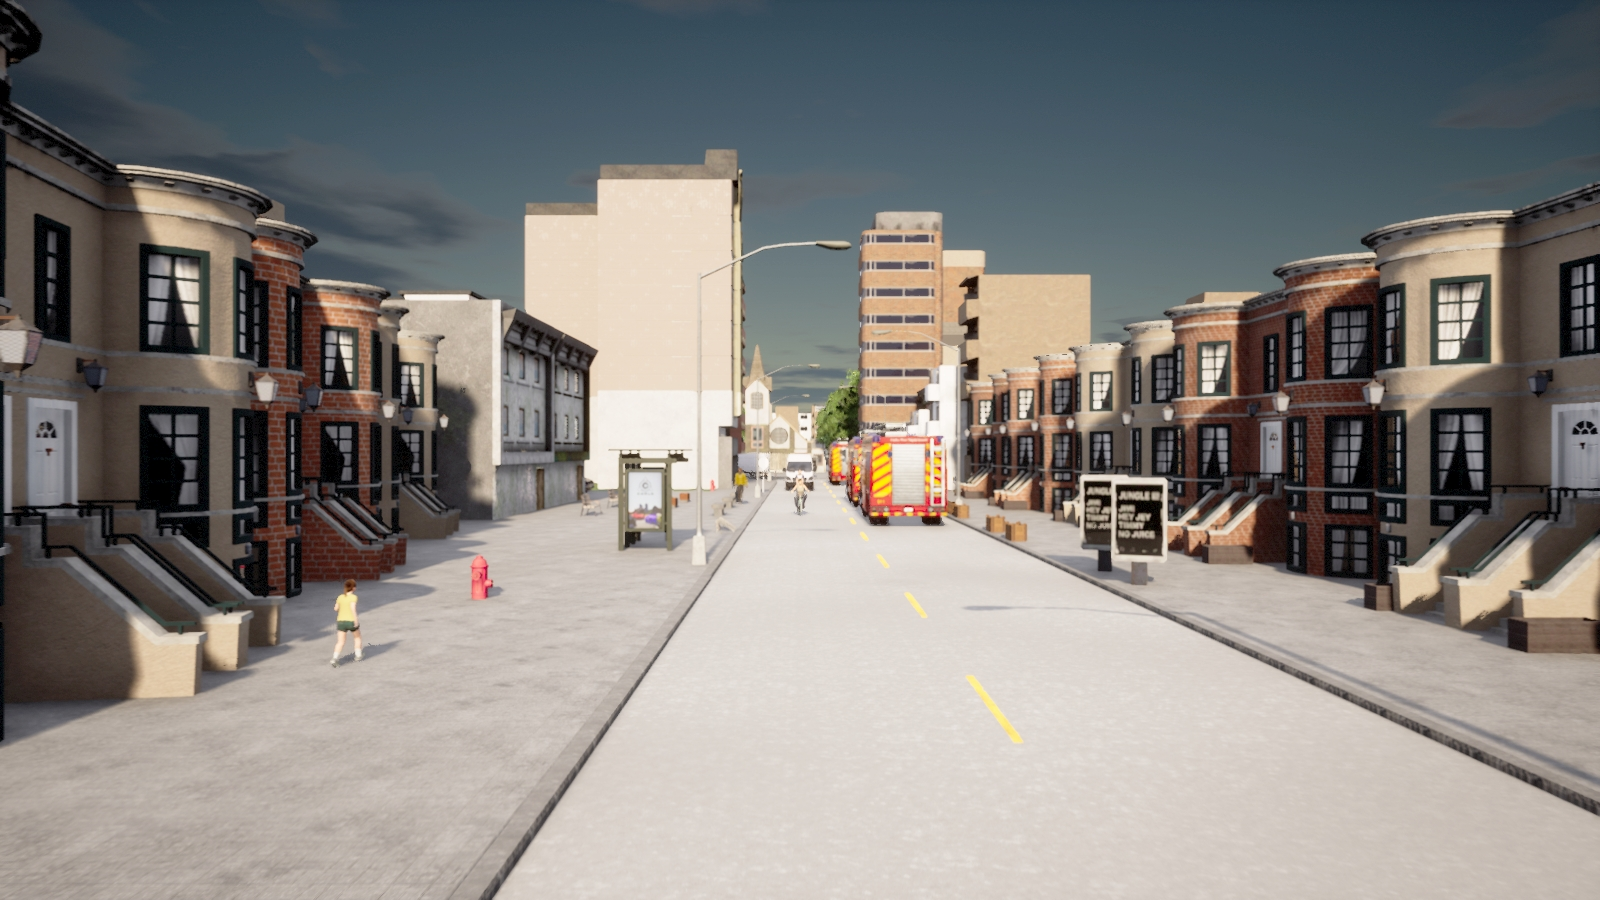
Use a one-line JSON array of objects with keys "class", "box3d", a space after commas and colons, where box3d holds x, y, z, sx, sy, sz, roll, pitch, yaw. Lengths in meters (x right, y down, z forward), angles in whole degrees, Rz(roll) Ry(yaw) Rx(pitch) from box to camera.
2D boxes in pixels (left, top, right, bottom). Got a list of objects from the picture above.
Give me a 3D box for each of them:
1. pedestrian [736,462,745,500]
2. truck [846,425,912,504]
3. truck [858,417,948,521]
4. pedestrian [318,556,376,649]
[{"class": "pedestrian", "box3d": [-2.956, 1.546, 56.571, 0.375, 1.860, 0.375, 0, 0, 5]}, {"class": "truck", "box3d": [4.002, 0.695, 59.662, 2.891, 3.827, 8.468, 0, 0, 0]}, {"class": "truck", "box3d": [4.009, 0.690, 46.215, 2.891, 3.827, 8.468, 0, 0, 0]}, {"class": "pedestrian", "box3d": [-5.697, 1.912, 14.386, 0.500, 1.100, 0.500, 0, 0, 8]}]
